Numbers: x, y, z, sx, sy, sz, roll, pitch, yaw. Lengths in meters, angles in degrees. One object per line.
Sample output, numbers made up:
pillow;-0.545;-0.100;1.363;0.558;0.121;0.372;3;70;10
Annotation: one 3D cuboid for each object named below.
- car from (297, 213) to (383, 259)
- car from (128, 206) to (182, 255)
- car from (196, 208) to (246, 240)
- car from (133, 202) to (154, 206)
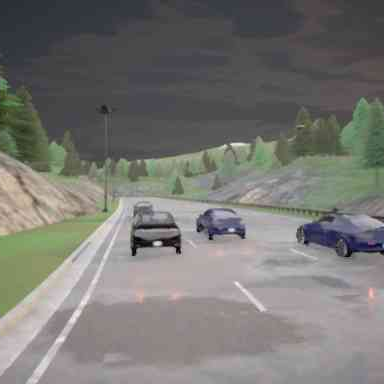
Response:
car;5.707;1.510;12.561;1.812;1.442;4.674;0;0;-9
car;-1.539;1.533;13.578;2.128;1.511;4.902;0;0;-9
car;1.411;1.553;17.229;1.812;1.442;4.674;0;0;-9
car;-4.584;1.629;31.536;1.812;1.442;4.674;0;0;-10
